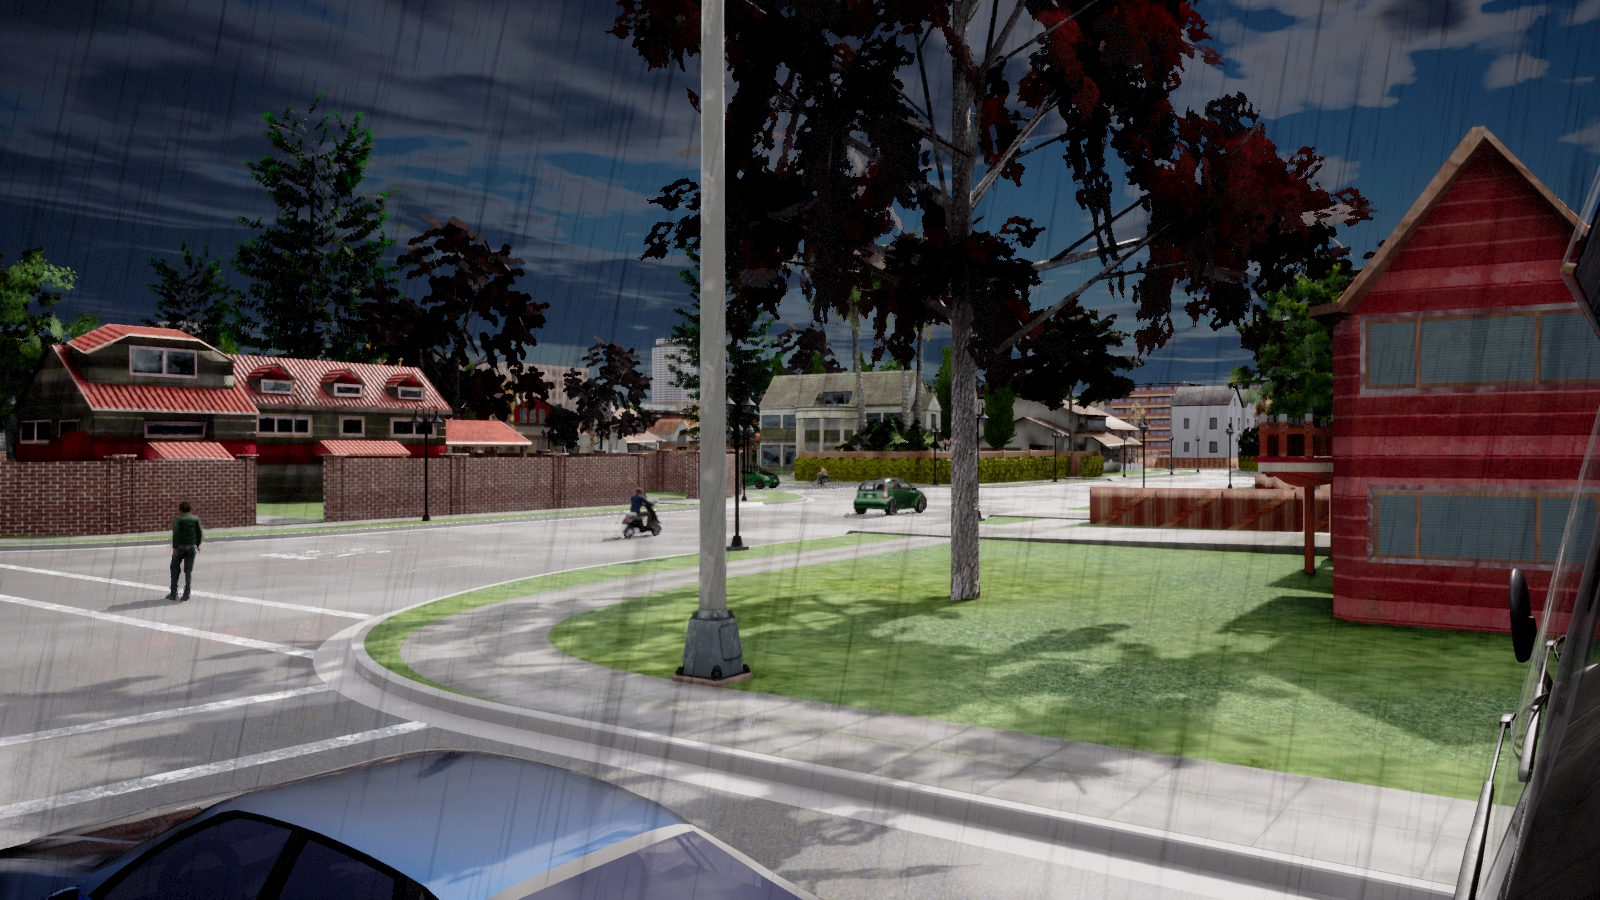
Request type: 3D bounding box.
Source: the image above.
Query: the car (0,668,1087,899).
[{"bbox_3d":[-1.713,2.106,4.943,5.357,1.411,2.033,0,0,36],"label":"car"}]

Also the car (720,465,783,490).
[{"bbox_3d":[-3.319,1.838,78.084,3.988,1.617,1.851,0,0,34],"label":"car"}]

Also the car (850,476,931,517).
[{"bbox_3d":[3.994,1.999,50.079,1.851,1.617,3.988,0,0,33],"label":"car"}]

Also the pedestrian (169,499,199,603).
[{"bbox_3d":[-11.348,1.848,21.048,0.375,1.860,0.375,0,0,43],"label":"pedestrian"}]

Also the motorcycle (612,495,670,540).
[{"bbox_3d":[-5.066,2.129,36.434,0.856,1.341,1.805,0,0,34],"label":"motorcycle"}]
